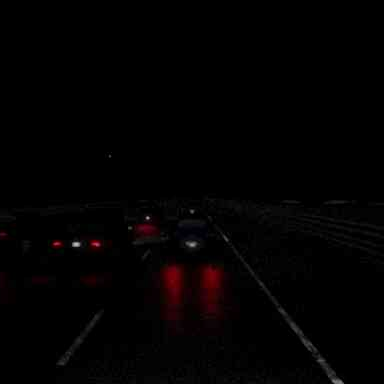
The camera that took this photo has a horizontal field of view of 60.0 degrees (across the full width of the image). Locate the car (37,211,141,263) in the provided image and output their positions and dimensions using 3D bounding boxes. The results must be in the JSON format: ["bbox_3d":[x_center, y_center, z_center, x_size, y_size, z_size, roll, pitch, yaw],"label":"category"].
[{"bbox_3d":[-3.478,1.668,12.541,2.033,1.411,5.357,0,-1,0],"label":"car"}]

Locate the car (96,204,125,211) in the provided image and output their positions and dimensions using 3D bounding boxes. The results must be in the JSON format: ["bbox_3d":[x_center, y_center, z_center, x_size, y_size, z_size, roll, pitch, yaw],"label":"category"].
[{"bbox_3d":[-6.965,1.799,28.506,1.837,1.490,4.892,0,0,0],"label":"car"}]

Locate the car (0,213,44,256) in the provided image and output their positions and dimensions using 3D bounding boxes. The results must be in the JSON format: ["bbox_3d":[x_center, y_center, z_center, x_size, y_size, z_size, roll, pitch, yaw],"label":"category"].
[{"bbox_3d":[-6.974,1.630,13.520,1.837,1.490,4.892,0,-1,1],"label":"car"}]

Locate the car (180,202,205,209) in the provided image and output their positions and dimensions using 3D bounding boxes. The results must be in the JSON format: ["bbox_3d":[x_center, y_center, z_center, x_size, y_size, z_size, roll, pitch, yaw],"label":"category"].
[{"bbox_3d":[0.035,1.642,28.443,2.097,1.767,4.553,0,-1,0],"label":"car"}]

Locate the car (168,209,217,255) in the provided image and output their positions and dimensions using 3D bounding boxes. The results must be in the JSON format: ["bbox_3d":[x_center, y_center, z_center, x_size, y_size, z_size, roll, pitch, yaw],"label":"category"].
[{"bbox_3d":[0.031,1.665,13.911,1.812,1.442,4.674,0,0,0],"label":"car"}]

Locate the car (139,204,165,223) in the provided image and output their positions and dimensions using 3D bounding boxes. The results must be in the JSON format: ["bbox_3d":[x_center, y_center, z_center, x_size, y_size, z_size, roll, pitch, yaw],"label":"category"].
[{"bbox_3d":[-3.465,1.799,28.537,1.837,1.490,4.892,0,0,0],"label":"car"}]
